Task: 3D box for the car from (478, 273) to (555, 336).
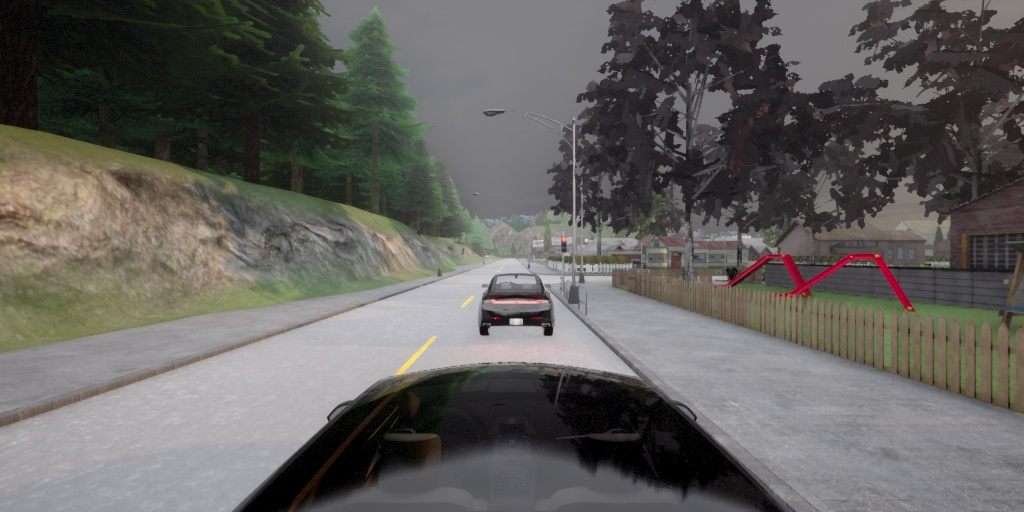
[{"bbox_3d":[0.125,1.242,10.364,2.128,1.511,4.902,0,0,1],"label":"car"}]
